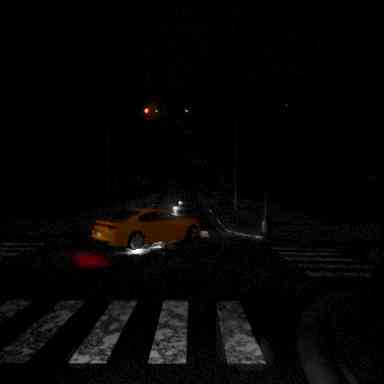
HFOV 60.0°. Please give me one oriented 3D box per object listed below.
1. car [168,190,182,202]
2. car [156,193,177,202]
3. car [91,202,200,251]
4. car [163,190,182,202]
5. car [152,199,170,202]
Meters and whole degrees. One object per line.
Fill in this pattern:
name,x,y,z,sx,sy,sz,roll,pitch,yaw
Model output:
car,-2.827,0.613,55.172,2.097,1.767,4.553,0,1,0
car,-2.875,1.170,33.794,1.837,1.490,4.892,0,1,0
car,-1.752,1.414,14.113,1.882,1.535,5.008,2,2,44
car,-2.873,0.706,44.192,2.150,2.045,5.566,0,1,0
car,-2.869,1.425,23.682,1.895,1.301,4.718,0,1,0
